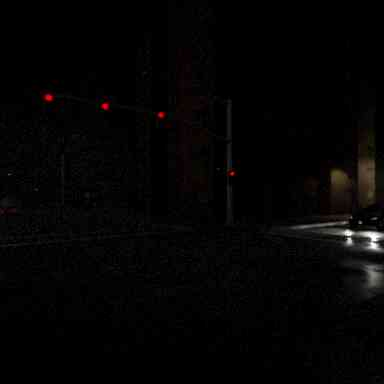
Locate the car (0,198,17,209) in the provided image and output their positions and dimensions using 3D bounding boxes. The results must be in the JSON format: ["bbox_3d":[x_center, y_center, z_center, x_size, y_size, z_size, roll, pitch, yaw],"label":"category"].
[{"bbox_3d":[-24.890,1.528,45.066,1.812,1.442,4.674,0,0,-31],"label":"car"}]

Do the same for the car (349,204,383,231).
[{"bbox_3d":[11.814,1.522,20.958,4.674,1.442,1.812,0,0,-36],"label":"car"}]
